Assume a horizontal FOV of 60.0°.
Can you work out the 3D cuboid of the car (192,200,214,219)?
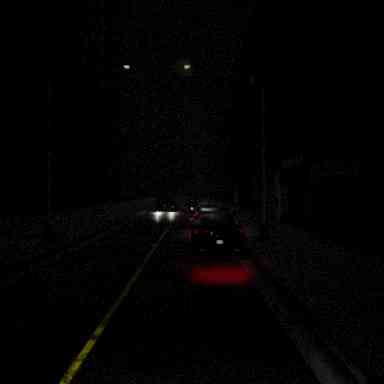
[{"bbox_3d":[0.900,1.496,29.249,1.812,1.442,4.674,0,0,0],"label":"car"}]

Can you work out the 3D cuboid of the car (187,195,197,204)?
[{"bbox_3d":[-0.002,1.459,65.081,1.882,1.535,5.008,0,0,0],"label":"car"}]

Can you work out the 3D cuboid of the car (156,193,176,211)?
[{"bbox_3d":[-3.095,1.190,40.290,2.150,2.045,5.566,0,0,0],"label":"car"}]

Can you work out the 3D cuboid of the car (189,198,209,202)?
[{"bbox_3d":[0.899,1.428,23.439,1.801,1.575,5.366,0,0,0],"label":"car"}]

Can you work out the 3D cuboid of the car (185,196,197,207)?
[{"bbox_3d":[0.001,1.322,50.242,2.097,1.767,4.553,0,0,0],"label":"car"}]

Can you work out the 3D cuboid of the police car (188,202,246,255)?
[{"bbox_3d":[0.900,1.407,13.357,1.930,1.638,5.238,0,0,0],"label":"police car"}]
